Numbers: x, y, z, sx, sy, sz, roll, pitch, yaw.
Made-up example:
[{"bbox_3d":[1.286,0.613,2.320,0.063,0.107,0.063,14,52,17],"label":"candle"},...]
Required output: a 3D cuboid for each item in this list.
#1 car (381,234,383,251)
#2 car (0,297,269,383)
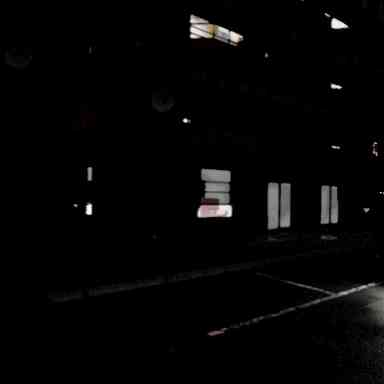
[{"bbox_3d":[9.234,1.683,13.115,4.313,1.339,1.947,1,1,-35],"label":"car"},{"bbox_3d":[-1.767,1.598,2.118,4.718,1.301,1.895,1,0,-36],"label":"car"}]
